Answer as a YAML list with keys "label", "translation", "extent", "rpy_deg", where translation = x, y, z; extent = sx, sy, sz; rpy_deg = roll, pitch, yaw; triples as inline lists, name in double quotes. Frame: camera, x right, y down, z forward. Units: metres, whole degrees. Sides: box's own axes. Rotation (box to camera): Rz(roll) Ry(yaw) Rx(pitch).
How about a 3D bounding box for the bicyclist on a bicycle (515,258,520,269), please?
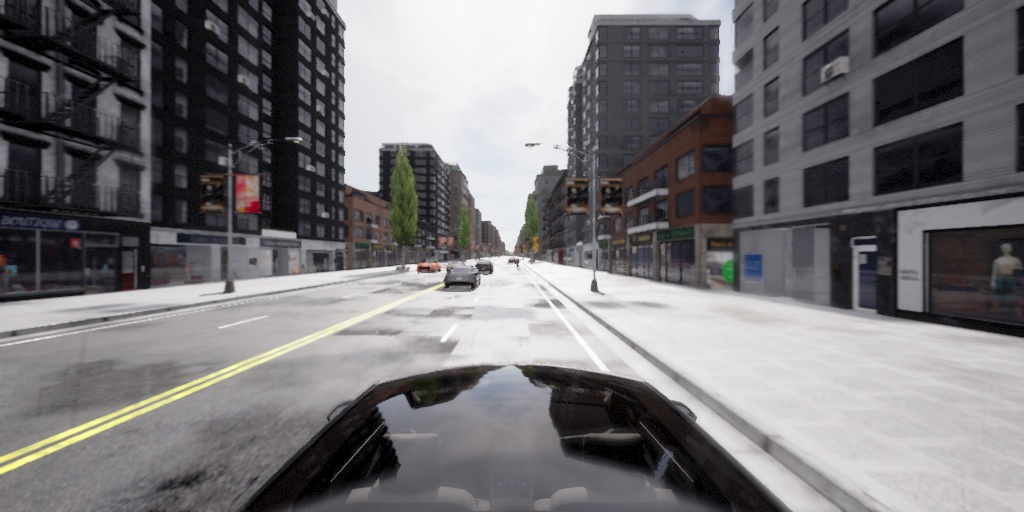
- label: "bicyclist on a bicycle"
  translation: [0.899, 1.165, 53.577]
  extent: [0.582, 1.620, 1.656]
  rpy_deg: [0, 0, 0]

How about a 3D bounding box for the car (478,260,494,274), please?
- label: "car"
  translation: [-3.144, 1.205, 41.742]
  extent: [1.882, 1.535, 5.008]
  rpy_deg: [0, 0, 0]

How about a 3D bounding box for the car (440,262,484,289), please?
- label: "car"
  translation: [-3.147, 1.310, 23.406]
  extent: [1.994, 1.385, 4.181]
  rpy_deg: [0, 0, 0]

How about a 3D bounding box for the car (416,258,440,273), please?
- label: "car"
  translation: [-9.825, 1.077, 42.524]
  extent: [2.097, 1.767, 4.553]
  rpy_deg: [0, 0, 0]
